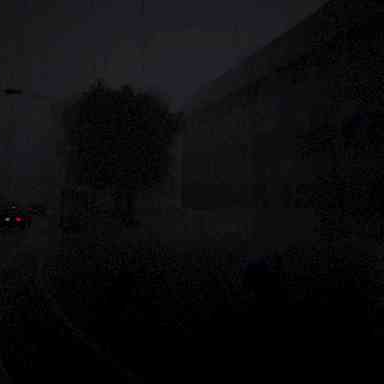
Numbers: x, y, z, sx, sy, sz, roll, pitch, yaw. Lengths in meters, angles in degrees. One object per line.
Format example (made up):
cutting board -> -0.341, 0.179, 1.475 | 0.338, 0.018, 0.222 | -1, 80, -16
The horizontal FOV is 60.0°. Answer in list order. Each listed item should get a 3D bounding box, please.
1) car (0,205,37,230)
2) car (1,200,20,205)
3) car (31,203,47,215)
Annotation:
car -> -12.527, 1.838, 23.398 | 2.033, 1.411, 5.357 | 1, -1, -20
car -> -24.333, 1.839, 44.749 | 1.837, 1.490, 4.892 | 1, 1, -20
car -> -18.709, 2.037, 40.156 | 1.994, 1.385, 4.181 | 1, 0, -21
